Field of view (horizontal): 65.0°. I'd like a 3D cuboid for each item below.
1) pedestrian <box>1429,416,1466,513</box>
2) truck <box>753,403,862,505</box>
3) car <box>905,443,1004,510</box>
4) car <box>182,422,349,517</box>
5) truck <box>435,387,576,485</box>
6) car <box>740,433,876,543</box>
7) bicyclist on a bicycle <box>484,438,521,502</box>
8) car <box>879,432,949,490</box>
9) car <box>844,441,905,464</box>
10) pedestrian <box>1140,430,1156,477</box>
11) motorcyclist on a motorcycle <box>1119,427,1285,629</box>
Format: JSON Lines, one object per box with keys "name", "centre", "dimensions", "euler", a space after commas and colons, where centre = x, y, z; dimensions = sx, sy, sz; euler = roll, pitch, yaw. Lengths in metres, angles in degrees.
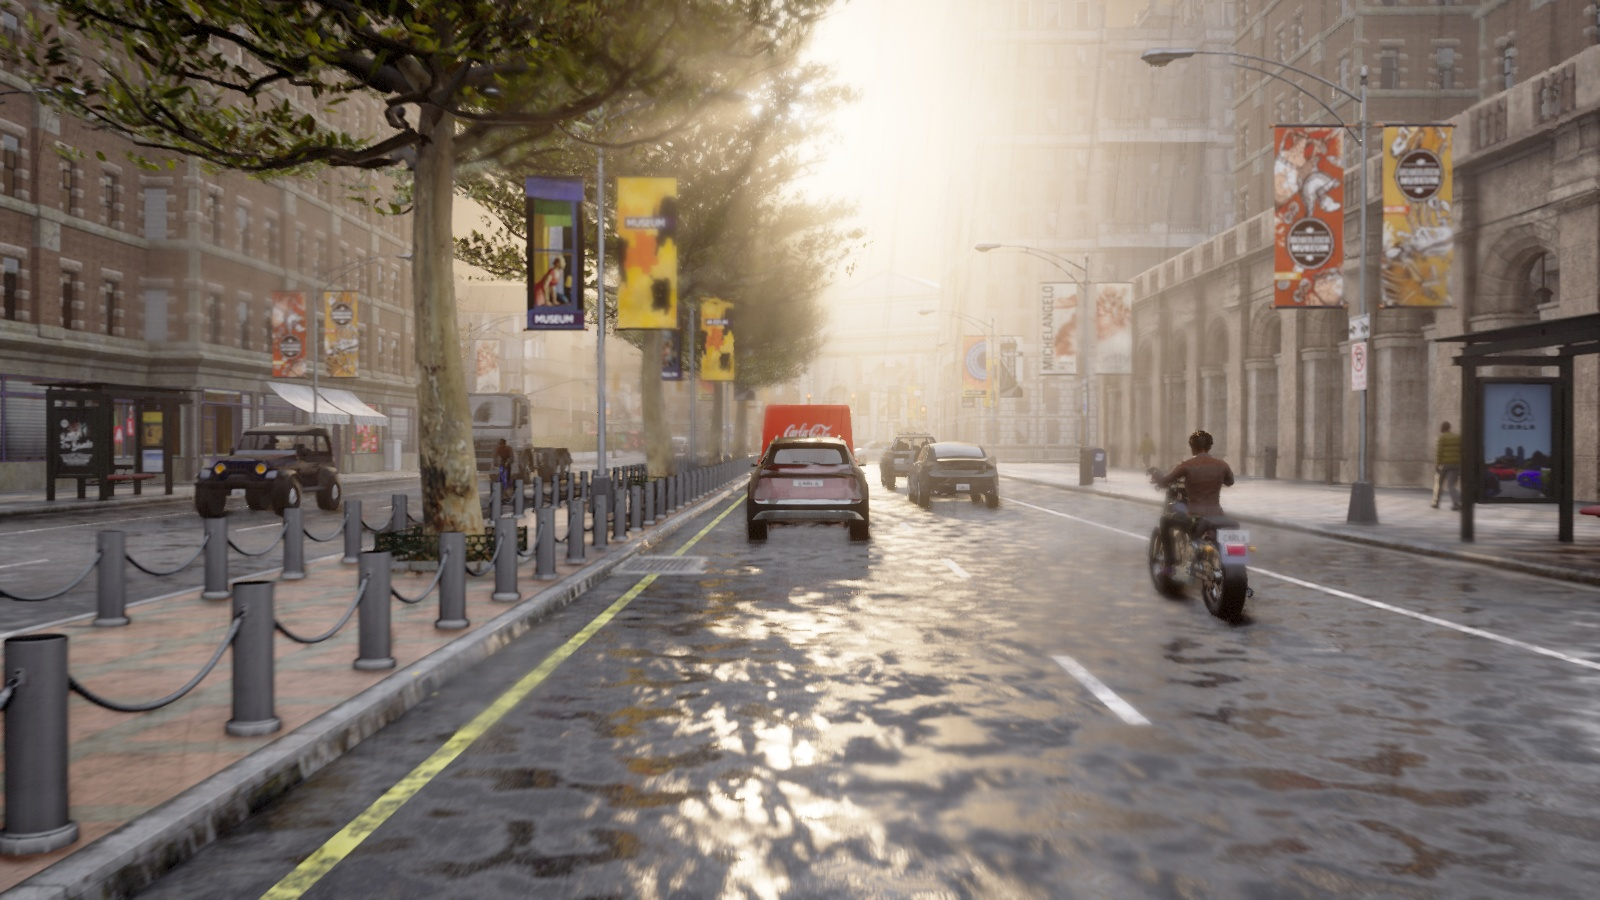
{"name": "pedestrian", "centre": [12.517, 0.276, 24.279], "dimensions": [0.370, 1.835, 0.726], "euler": [0, 0, 3]}
{"name": "truck", "centre": [0.202, 0.074, 32.926], "dimensions": [2.627, 2.467, 5.204], "euler": [0, 0, 0]}
{"name": "car", "centre": [3.689, 0.581, 30.749], "dimensions": [1.837, 1.490, 4.892], "euler": [0, 0, 0]}
{"name": "car", "centre": [-11.332, 0.382, 26.923], "dimensions": [1.905, 1.878, 3.866], "euler": [0, 0, 0]}
{"name": "truck", "centre": [-11.202, -0.519, 48.694], "dimensions": [2.891, 3.462, 7.936], "euler": [0, 0, 6]}
{"name": "car", "centre": [0.136, 0.557, 21.225], "dimensions": [2.033, 1.649, 4.856], "euler": [0, 0, 0]}
{"name": "bicyclist on a bicycle", "centre": [-7.797, 0.507, 32.952], "dimensions": [0.582, 1.620, 1.656], "euler": [0, 1, 0]}
{"name": "car", "centre": [3.754, 0.329, 42.111], "dimensions": [1.932, 1.855, 4.605], "euler": [0, 0, 0]}
{"name": "car", "centre": [5.314, 0.143, 89.877], "dimensions": [3.988, 1.617, 1.851], "euler": [0, 0, -16]}
{"name": "pedestrian", "centre": [13.853, 0.132, 50.029], "dimensions": [0.431, 1.840, 0.709], "euler": [0, 0, 0]}
{"name": "motorcyclist on a motorcycle", "centre": [3.580, 0.635, 11.426], "dimensions": [0.766, 1.649, 2.350], "euler": [0, 0, 0]}
